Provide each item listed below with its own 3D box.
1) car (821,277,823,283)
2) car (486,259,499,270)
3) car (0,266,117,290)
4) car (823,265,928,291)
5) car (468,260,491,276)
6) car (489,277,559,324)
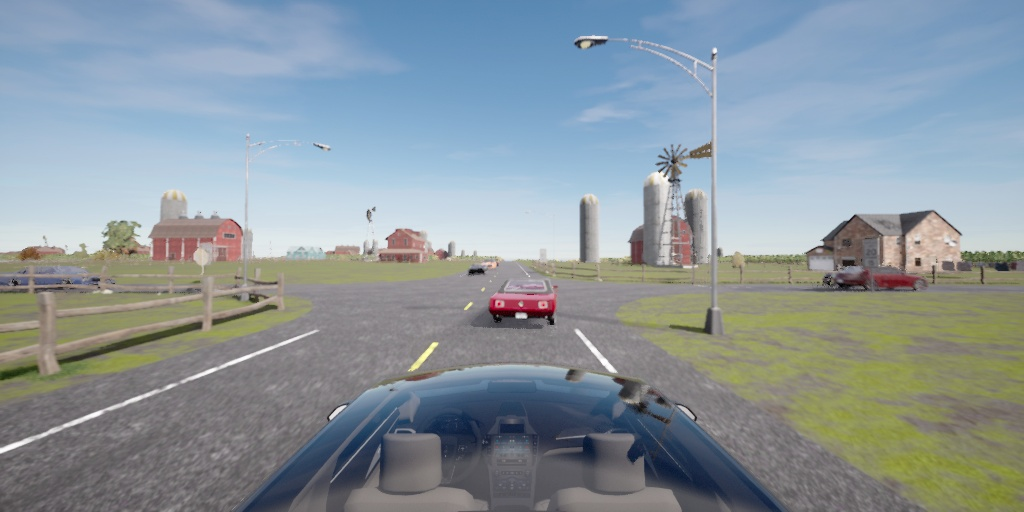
[{"bbox_3d":[24.048,1.370,24.540,4.892,1.490,1.837,0,-1,0],"label":"car"},{"bbox_3d":[-3.572,1.236,56.493,2.097,1.767,4.553,0,0,0],"label":"car"},{"bbox_3d":[-27.072,1.273,21.380,5.357,1.411,2.033,0,-1,0],"label":"car"},{"bbox_3d":[22.037,1.342,21.604,4.674,1.442,1.812,0,-1,0],"label":"car"},{"bbox_3d":[-3.599,1.428,38.480,1.895,1.301,4.718,0,0,0],"label":"car"},{"bbox_3d":[0.607,1.368,12.112,1.895,1.301,4.718,0,0,9],"label":"car"}]
